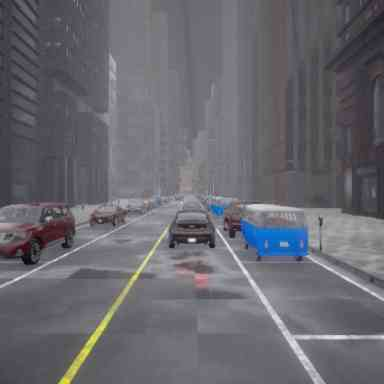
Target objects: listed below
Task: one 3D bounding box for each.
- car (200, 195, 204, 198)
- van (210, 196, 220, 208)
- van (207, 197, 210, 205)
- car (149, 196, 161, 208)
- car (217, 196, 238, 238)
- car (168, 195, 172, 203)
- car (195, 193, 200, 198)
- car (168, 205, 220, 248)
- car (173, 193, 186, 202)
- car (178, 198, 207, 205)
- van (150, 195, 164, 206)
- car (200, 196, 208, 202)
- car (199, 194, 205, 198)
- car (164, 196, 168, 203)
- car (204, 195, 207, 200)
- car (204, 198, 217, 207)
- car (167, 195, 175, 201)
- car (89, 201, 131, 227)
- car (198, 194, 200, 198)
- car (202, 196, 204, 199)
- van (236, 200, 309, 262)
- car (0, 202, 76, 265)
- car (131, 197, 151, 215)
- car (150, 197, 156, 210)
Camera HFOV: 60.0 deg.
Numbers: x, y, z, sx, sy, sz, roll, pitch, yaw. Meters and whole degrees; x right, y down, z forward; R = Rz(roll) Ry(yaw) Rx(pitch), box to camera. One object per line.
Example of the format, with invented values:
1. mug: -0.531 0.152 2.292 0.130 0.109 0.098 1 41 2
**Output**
1. car: 2.764 1.599 56.939 1.947 1.339 4.313 0 0 0
2. van: 2.765 1.349 28.756 1.690 1.788 3.998 0 0 0
3. van: 2.765 1.352 34.393 1.690 1.788 3.998 0 0 0
4. car: -5.761 1.571 45.649 2.008 1.369 4.403 0 0 0
5. car: 2.765 1.316 17.484 2.192 1.841 5.009 0 0 0
6. car: -5.761 1.593 68.194 1.887 1.381 4.507 0 0 0
7. car: 2.764 1.402 90.759 2.192 1.841 5.009 0 0 0
8. car: 0.000 1.518 14.649 1.837 1.490 4.892 0 0 0
9. car: -3.000 1.556 76.731 2.033 1.411 5.357 0 0 0
10. car: 0.000 1.572 29.650 2.033 1.411 5.357 0 0 0
11. van: -5.760 1.367 51.286 1.690 1.788 3.998 0 0 0
12. car: 2.764 1.593 79.655 1.752 1.417 4.829 0 0 0
13. car: 2.764 1.566 62.746 1.752 1.417 4.829 0 0 0
14. car: -5.761 1.583 56.922 2.008 1.369 4.403 0 0 0
15. car: 2.765 1.455 40.029 1.967 1.590 4.097 0 0 0
16. car: 2.764 1.608 51.302 1.802 1.307 4.206 0 0 0
17. car: -5.761 1.638 90.738 2.008 1.369 4.403 0 0 0
18. car: -5.760 1.549 23.105 1.887 1.381 4.507 0 0 0
19. car: 2.764 1.614 68.212 1.947 1.339 4.313 0 0 0
20. car: 2.764 1.586 45.666 1.947 1.339 4.313 0 0 0
21. van: 2.765 1.341 11.847 1.690 1.788 3.998 0 0 0
22. car: -5.760 1.314 11.832 2.192 1.841 5.009 0 0 0
23. car: -5.761 1.562 34.377 2.008 1.369 4.403 0 0 0
24. car: -5.761 1.597 40.013 1.802 1.307 4.206 0 0 0
